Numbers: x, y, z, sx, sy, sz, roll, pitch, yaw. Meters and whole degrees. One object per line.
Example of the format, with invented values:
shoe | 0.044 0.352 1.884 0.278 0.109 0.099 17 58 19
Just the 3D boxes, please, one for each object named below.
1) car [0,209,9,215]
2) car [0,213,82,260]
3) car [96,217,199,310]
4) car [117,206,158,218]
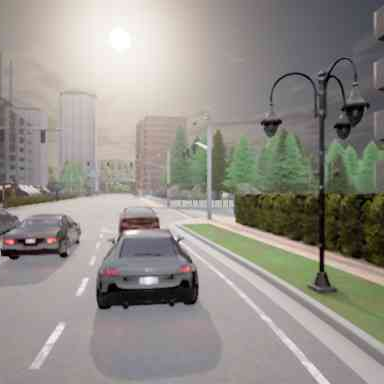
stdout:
car | -9.730 1.514 15.636 2.033 1.411 5.357 0 0 -12
car | -5.366 1.521 12.470 2.033 1.411 5.357 0 0 -12
car | -1.075 1.547 7.920 1.994 1.385 4.181 0 0 -9
car | -2.723 1.442 16.752 1.882 1.535 5.008 0 0 -12
